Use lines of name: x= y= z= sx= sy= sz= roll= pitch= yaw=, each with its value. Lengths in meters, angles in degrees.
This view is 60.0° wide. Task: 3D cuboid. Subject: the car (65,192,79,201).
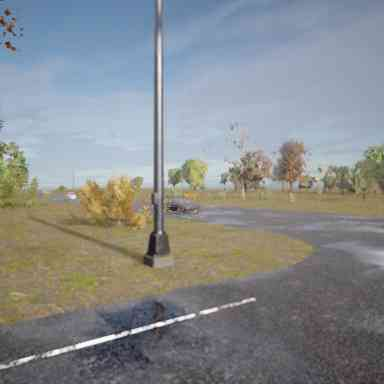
car: x=-21.952 y=0.823 z=60.860 sx=1.812 sy=1.442 sz=4.674 roll=-1 pitch=1 yaw=-35

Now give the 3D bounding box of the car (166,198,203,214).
car: x=-1.203 y=1.267 z=31.449 sx=2.033 sy=1.411 sz=5.357 roll=-1 pitch=1 yaw=-35
